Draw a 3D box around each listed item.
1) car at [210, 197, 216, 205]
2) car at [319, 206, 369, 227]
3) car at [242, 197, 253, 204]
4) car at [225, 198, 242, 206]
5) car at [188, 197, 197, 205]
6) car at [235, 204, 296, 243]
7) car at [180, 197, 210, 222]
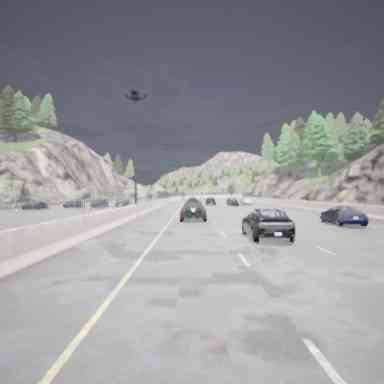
[{"bbox_3d":[3.614,1.744,65.669,1.837,1.490,4.892,0,-1,0],"label":"car"},{"bbox_3d":[10.605,1.650,23.510,1.994,1.385,4.181,0,0,0],"label":"car"},{"bbox_3d":[10.612,1.764,64.796,1.812,1.442,4.674,0,0,0],"label":"car"},{"bbox_3d":[7.153,1.768,59.993,2.033,1.411,5.357,0,0,0],"label":"car"},{"bbox_3d":[0.113,1.745,65.773,1.837,1.490,4.892,0,-1,0],"label":"car"},{"bbox_3d":[3.604,1.552,16.310,2.128,1.511,4.902,0,0,0],"label":"car"},{"bbox_3d":[0.107,1.457,27.851,2.097,1.767,4.553,0,0,0],"label":"car"}]
